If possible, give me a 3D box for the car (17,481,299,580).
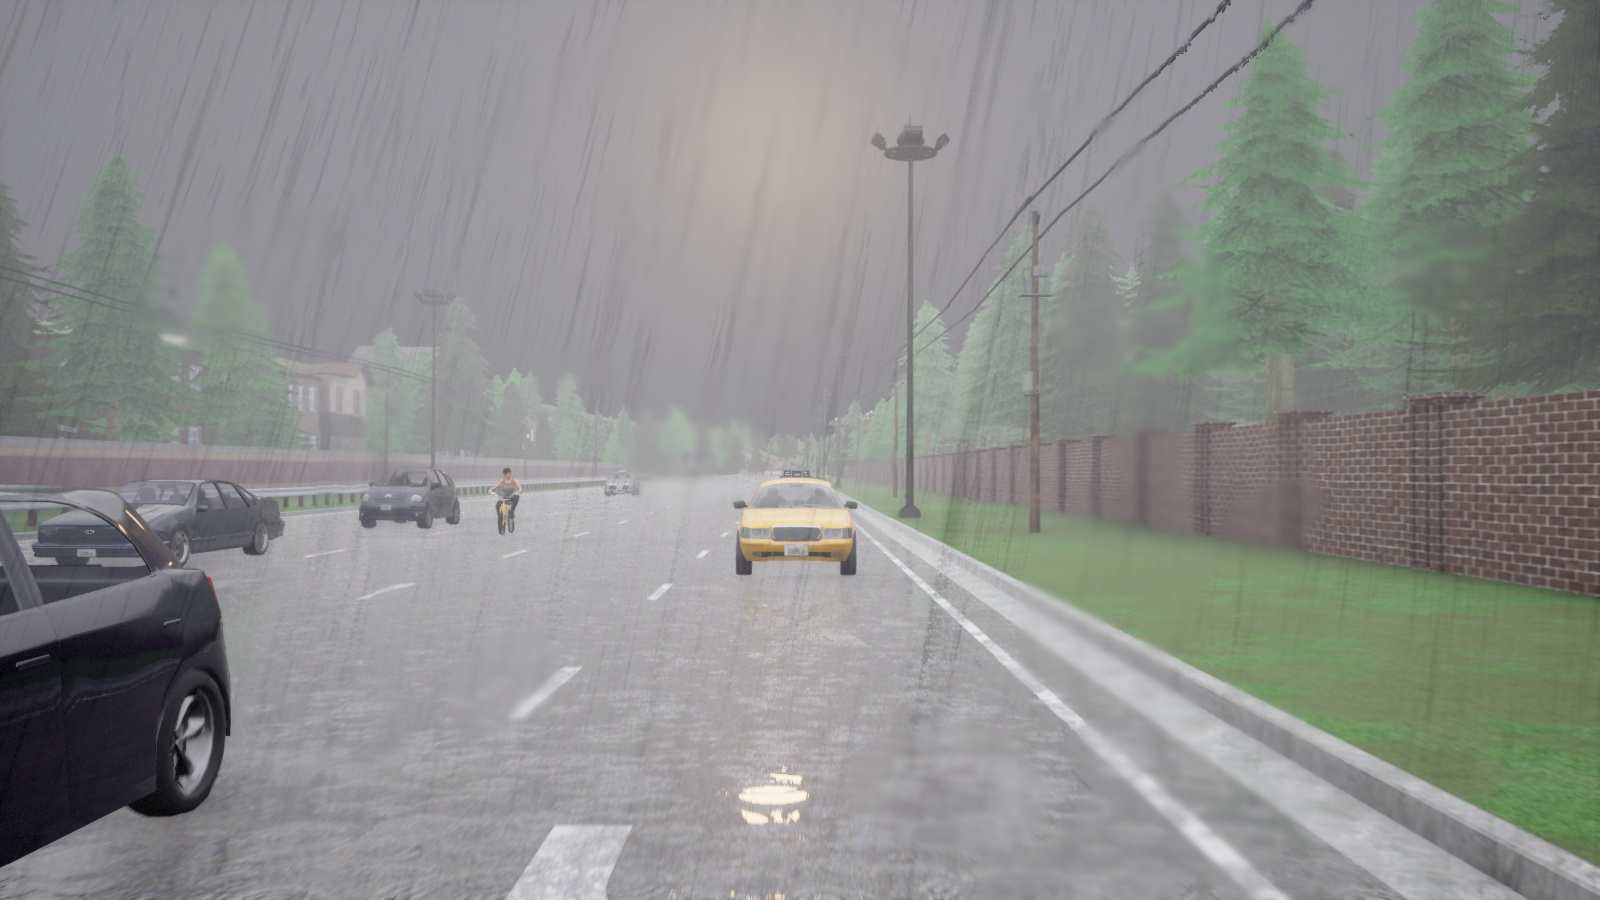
[{"bbox_3d":[-10.551,1.260,21.239,2.033,1.411,5.357,0,-1,0],"label":"car"}]

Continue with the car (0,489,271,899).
[{"bbox_3d":[-3.510,0.915,4.324,1.845,1.501,3.633,0,-1,0],"label":"car"}]

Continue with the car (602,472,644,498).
[{"bbox_3d":[-10.682,2.095,76.022,1.970,1.475,3.806,0,-1,0],"label":"car"}]

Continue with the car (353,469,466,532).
[{"bbox_3d":[-10.582,1.330,34.306,1.851,1.617,3.988,0,-1,0],"label":"car"}]

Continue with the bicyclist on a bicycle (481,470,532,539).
[{"bbox_3d":[-7.073,1.287,30.314,0.866,1.612,1.509,0,-1,0],"label":"bicyclist on a bicycle"}]

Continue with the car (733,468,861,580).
[{"bbox_3d":[-0.049,1.097,20.498,1.801,1.575,5.366,0,-1,0],"label":"car"}]
